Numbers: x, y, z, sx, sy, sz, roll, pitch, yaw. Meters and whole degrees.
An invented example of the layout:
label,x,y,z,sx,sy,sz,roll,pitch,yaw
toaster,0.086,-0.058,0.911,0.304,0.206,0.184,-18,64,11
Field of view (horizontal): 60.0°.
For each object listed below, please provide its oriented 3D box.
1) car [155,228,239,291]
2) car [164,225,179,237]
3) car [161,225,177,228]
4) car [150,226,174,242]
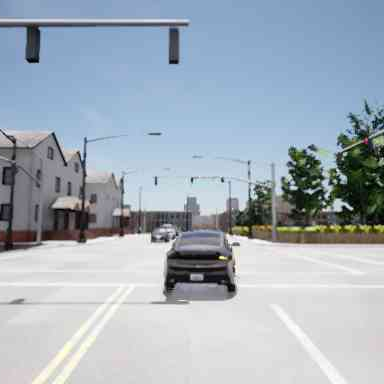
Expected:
label,x,y,z,sx,sy,sz,roll,pitch,yaw
car,0.397,1.947,10.173,1.837,1.490,4.892,-1,-5,7
car,-3.531,6.796,58.000,2.150,2.045,5.566,0,-6,0
car,-3.590,5.712,47.859,2.150,2.045,5.566,0,-6,0
car,-3.597,4.916,37.865,2.128,1.511,4.902,0,-6,0
